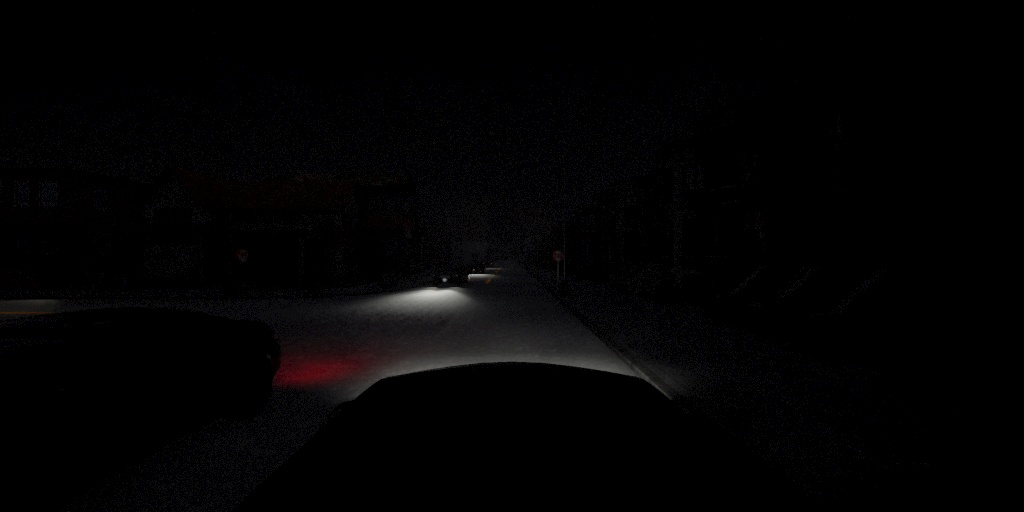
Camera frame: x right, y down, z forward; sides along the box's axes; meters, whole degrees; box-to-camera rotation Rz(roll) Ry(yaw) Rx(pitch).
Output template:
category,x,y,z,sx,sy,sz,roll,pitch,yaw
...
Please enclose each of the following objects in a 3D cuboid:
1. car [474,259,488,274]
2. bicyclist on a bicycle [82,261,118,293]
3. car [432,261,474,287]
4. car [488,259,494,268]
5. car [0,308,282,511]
category,x,y,z,sx,sy,sz,roll,pitch,yaw
car,-4.155,1.312,40.793,1.994,1.385,4.181,0,0,0
bicyclist on a bicycle,-21.605,1.099,18.841,0.582,1.620,1.656,0,0,0
car,-4.174,1.241,24.886,2.128,1.511,4.902,0,0,1
car,-4.084,1.228,61.297,1.882,1.535,5.008,0,0,0
car,-4.094,1.276,3.162,1.812,1.442,4.674,0,0,0
